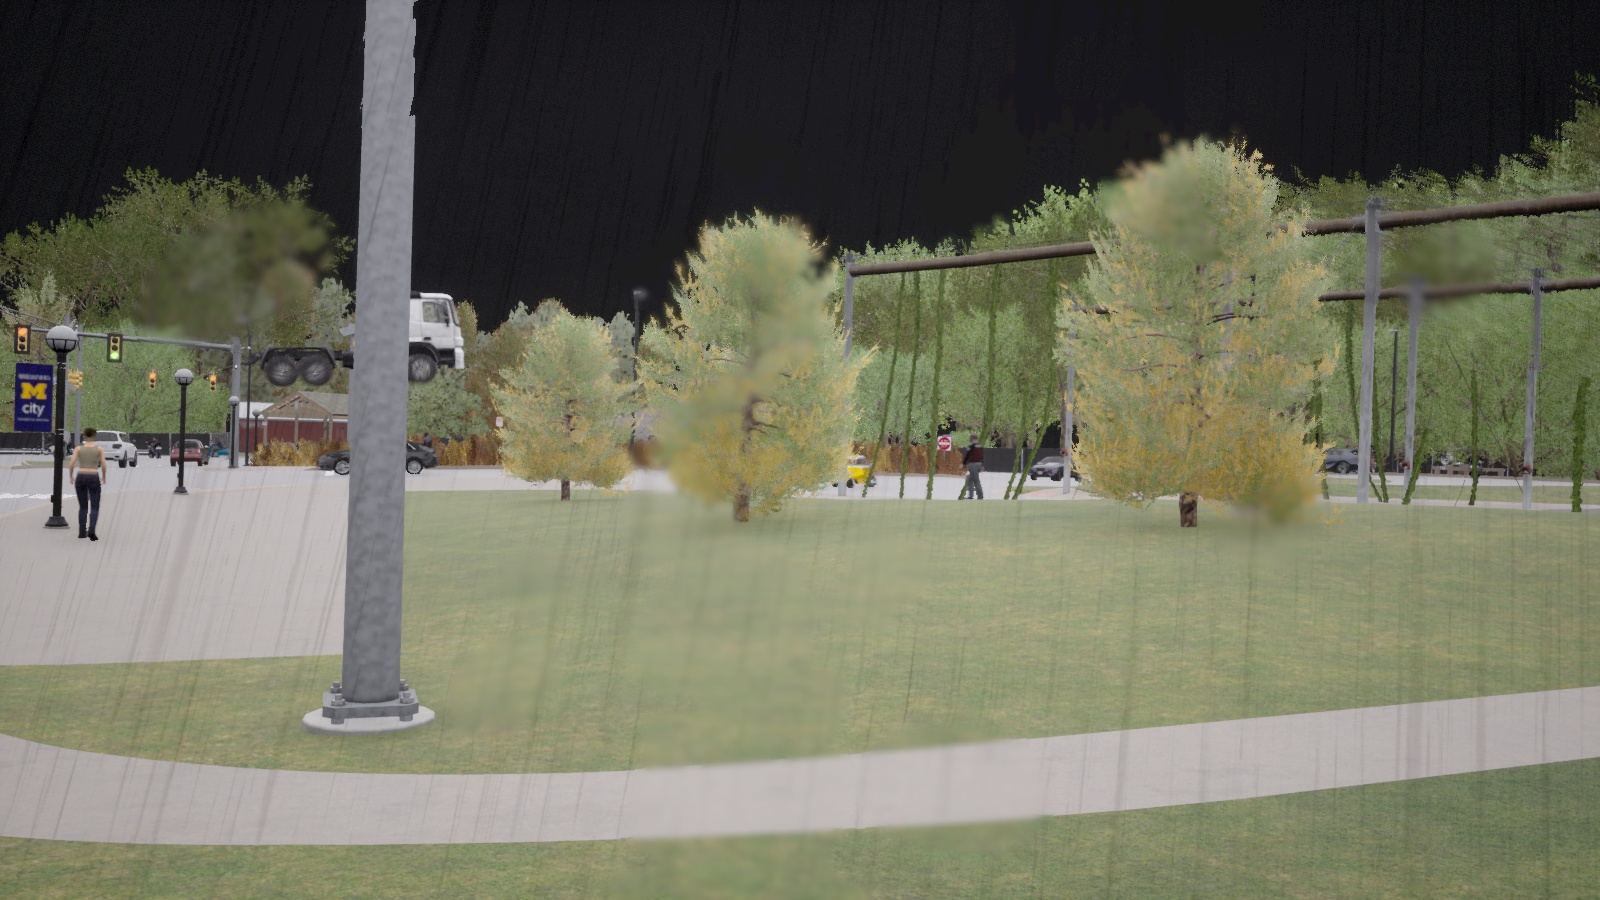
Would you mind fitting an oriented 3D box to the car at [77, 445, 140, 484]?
[{"bbox_3d":[-38.541,0.798,70.136,2.150,2.045,5.566,-1,0,-19],"label":"car"}]

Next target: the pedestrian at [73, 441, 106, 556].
[{"bbox_3d":[-11.535,0.768,20.394,0.345,1.836,0.594,1,0,-20],"label":"pedestrian"}]

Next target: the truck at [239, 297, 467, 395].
[{"bbox_3d":[-17.339,-4.055,48.919,7.936,3.462,2.891,-4,4,-22],"label":"truck"}]

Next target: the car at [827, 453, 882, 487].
[{"bbox_3d":[2.335,0.851,53.657,1.481,1.376,2.207,-1,0,30],"label":"car"}]

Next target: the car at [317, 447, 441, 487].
[{"bbox_3d":[-18.005,0.694,53.764,4.892,1.490,1.837,-2,1,-20],"label":"car"}]

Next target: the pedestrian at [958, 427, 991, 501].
[{"bbox_3d":[4.444,0.356,32.034,0.376,1.854,0.720,0,1,-44],"label":"pedestrian"}]

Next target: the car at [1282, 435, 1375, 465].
[{"bbox_3d":[32.363,0.012,77.012,2.033,1.649,4.856,-1,-1,-41],"label":"car"}]

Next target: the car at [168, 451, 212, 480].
[{"bbox_3d":[-36.865,0.900,75.985,1.851,1.617,3.988,-1,1,-19],"label":"car"}]

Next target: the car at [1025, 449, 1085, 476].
[{"bbox_3d":[14.655,0.753,71.998,1.816,1.474,4.193,-1,-2,35],"label":"car"}]

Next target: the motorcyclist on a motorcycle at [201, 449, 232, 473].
[{"bbox_3d":[-40.009,0.776,86.063,1.817,1.590,0.866,-1,1,-19],"label":"motorcyclist on a motorcycle"}]
